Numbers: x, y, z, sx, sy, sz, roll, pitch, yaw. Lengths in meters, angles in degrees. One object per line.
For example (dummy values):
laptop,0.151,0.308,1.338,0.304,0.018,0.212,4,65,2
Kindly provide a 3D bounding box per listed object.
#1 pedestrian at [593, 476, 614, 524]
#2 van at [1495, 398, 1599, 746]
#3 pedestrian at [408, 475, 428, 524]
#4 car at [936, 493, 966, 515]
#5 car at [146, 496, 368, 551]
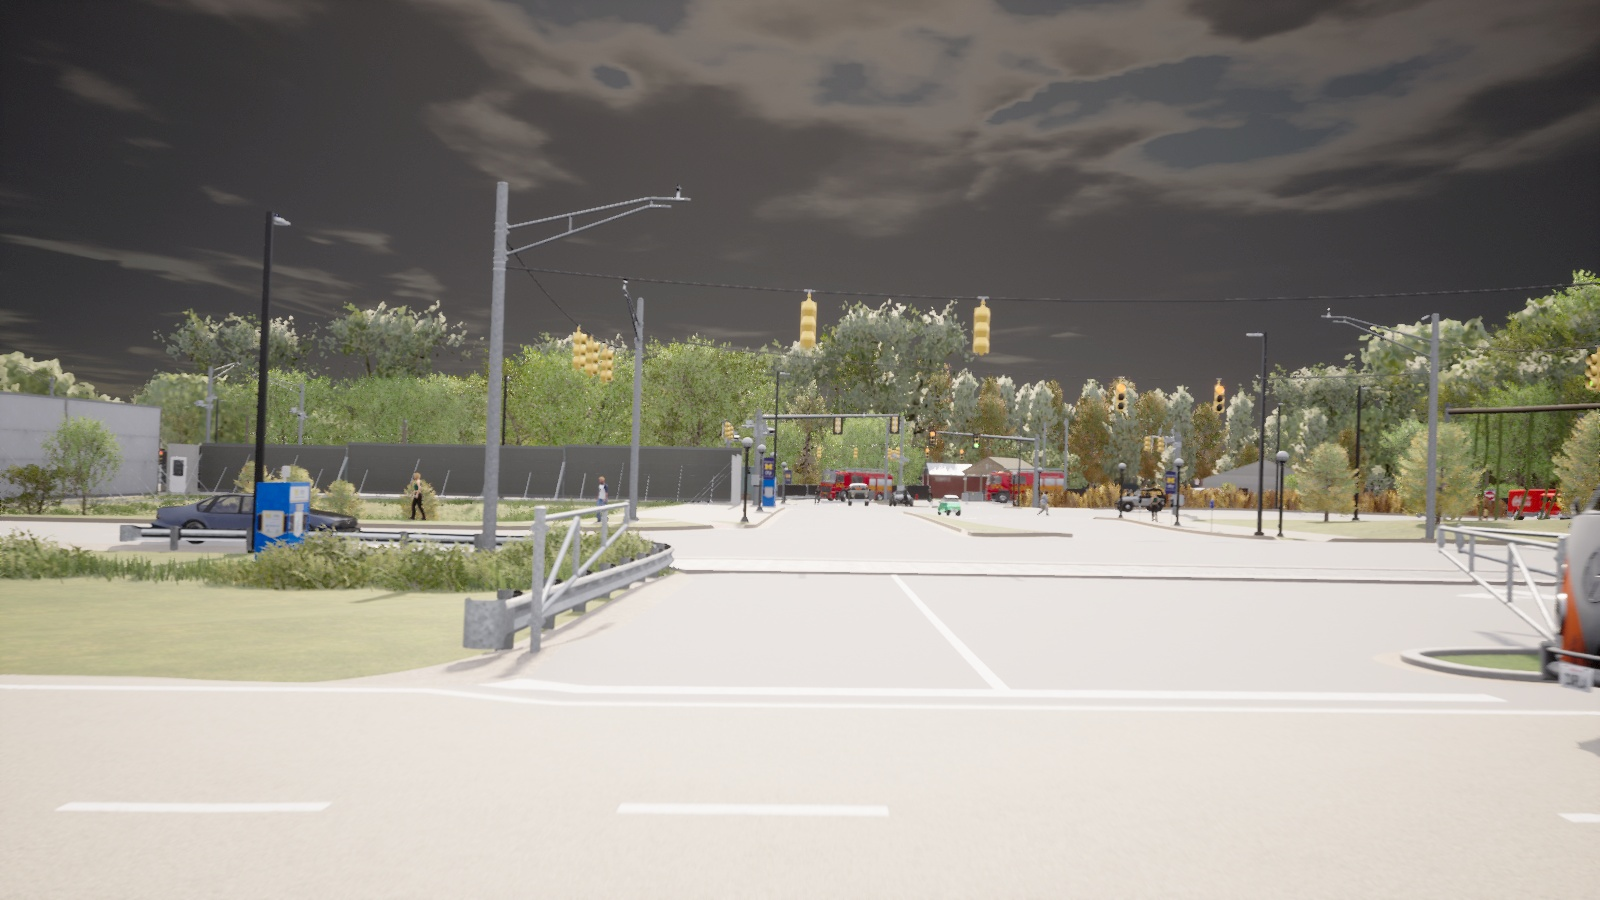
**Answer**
pedestrian,-7.550,1.922,48.314,0.354,1.836,0.706,1,-1,37
van,6.804,0.708,7.328,4.442,1.987,1.775,0,-3,1
pedestrian,-14.624,1.885,48.091,0.594,1.836,0.345,2,-1,1
car,10.076,3.606,83.777,1.481,1.376,2.207,1,-1,-6
car,-15.206,2.040,35.336,5.357,1.411,2.033,1,-1,2
